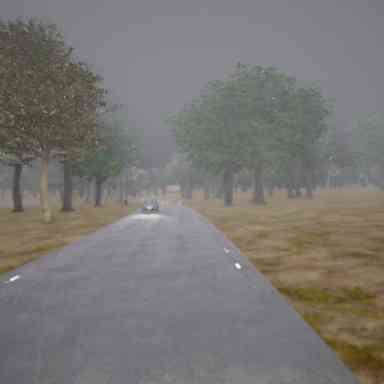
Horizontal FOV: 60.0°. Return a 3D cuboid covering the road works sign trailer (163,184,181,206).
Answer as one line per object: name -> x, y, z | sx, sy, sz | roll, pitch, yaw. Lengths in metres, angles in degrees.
road works sign trailer -> -3.057, 0.515, 54.698 | 2.380, 3.560, 2.880 | 0, 0, -7

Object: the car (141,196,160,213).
car -> -4.506, 1.469, 36.270 | 2.128, 1.511, 4.902 | 0, 0, -4
